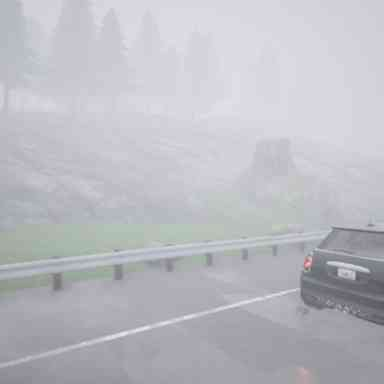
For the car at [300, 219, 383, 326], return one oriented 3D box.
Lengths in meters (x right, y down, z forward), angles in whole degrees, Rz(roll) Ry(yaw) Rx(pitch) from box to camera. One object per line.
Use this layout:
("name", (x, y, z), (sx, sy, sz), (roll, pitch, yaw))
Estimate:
("car", (4.260, 1.348, 6.579), (4.553, 1.767, 2.097), (0, 0, -34))
